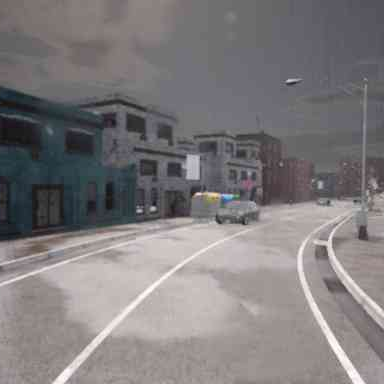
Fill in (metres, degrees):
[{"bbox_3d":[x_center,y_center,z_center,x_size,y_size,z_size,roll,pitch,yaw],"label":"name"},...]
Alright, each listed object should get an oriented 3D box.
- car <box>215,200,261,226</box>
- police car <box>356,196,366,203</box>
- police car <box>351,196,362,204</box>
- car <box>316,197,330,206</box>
[{"bbox_3d":[3.343,1.346,23.507,2.097,1.767,4.553,1,0,28],"label":"car"},{"bbox_3d":[42.433,1.932,83.618,1.930,1.638,5.238,1,0,29],"label":"police car"},{"bbox_3d":[37.516,1.865,74.905,1.930,1.638,5.238,1,0,29],"label":"police car"},{"bbox_3d":[23.411,1.727,59.220,2.128,1.511,4.902,1,0,30],"label":"car"}]
